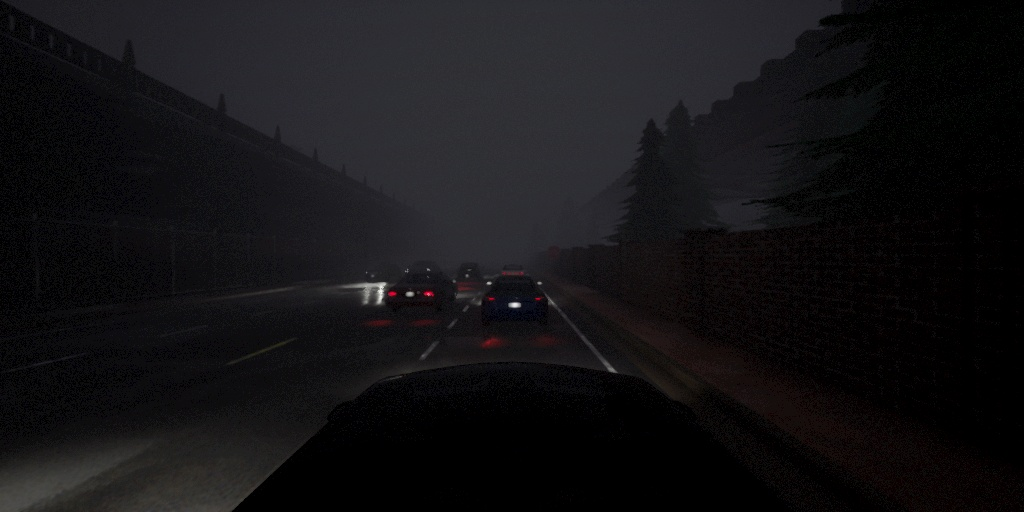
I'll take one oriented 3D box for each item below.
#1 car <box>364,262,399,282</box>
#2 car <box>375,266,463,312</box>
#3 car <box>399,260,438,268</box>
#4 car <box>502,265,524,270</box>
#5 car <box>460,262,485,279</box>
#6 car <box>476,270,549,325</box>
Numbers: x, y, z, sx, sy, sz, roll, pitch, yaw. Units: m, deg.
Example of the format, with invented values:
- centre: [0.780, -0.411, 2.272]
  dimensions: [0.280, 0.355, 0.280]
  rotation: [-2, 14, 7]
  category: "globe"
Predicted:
- centre: [-10.570, 1.260, 29.706]
  dimensions: [2.128, 1.511, 4.902]
  rotation: [0, 0, 0]
  category: "car"
- centre: [-3.401, 1.305, 14.340]
  dimensions: [2.033, 1.411, 5.357]
  rotation: [0, 0, -1]
  category: "car"
- centre: [-7.074, 1.116, 28.750]
  dimensions: [2.097, 1.767, 4.553]
  rotation: [0, 0, 0]
  category: "car"
- centre: [0.083, 1.365, 29.593]
  dimensions: [1.895, 1.301, 4.718]
  rotation: [0, 0, 0]
  category: "car"
- centre: [-3.415, 1.269, 29.784]
  dimensions: [1.837, 1.490, 4.892]
  rotation: [0, 0, 0]
  category: "car"
- centre: [0.085, 1.319, 11.859]
  dimensions: [1.994, 1.385, 4.181]
  rotation: [0, 0, 0]
  category: "car"
